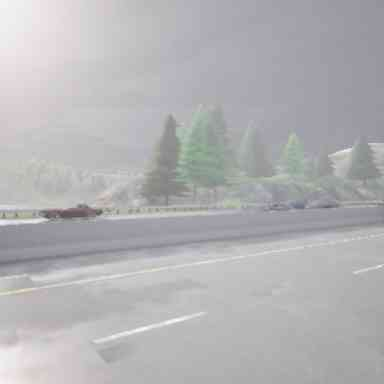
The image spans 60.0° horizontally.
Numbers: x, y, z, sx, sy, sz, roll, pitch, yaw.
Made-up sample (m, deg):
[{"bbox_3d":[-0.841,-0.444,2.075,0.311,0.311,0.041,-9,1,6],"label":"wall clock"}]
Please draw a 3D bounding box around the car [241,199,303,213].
[{"bbox_3d":[5.800,1.490,25.309,4.902,1.511,2.128,0,0,-35],"label":"car"}]

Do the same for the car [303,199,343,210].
[{"bbox_3d":[13.900,1.489,35.106,4.902,1.511,2.128,0,0,-33],"label":"car"}]

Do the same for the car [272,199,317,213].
[{"bbox_3d":[11.748,1.546,37.944,5.357,1.411,2.033,0,0,-33],"label":"car"}]

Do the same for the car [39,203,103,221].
[{"bbox_3d":[-9.812,1.600,27.080,4.718,1.301,1.895,0,0,-35],"label":"car"}]
